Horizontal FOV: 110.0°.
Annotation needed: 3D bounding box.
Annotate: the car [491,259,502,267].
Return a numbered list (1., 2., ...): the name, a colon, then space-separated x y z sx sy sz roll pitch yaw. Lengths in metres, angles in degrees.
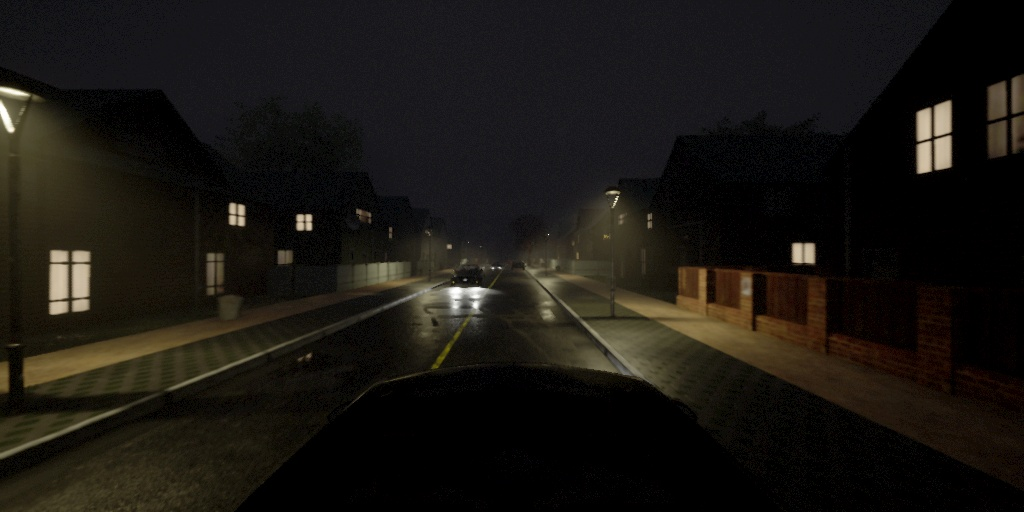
1. car: -2.726 1.330 64.949 2.033 1.411 5.357 0 0 1

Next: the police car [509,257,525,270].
1. police car: 0.856 1.159 51.249 1.930 1.638 5.238 0 0 0

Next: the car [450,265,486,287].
1. car: -2.831 1.255 23.649 1.994 1.385 4.181 0 0 0
